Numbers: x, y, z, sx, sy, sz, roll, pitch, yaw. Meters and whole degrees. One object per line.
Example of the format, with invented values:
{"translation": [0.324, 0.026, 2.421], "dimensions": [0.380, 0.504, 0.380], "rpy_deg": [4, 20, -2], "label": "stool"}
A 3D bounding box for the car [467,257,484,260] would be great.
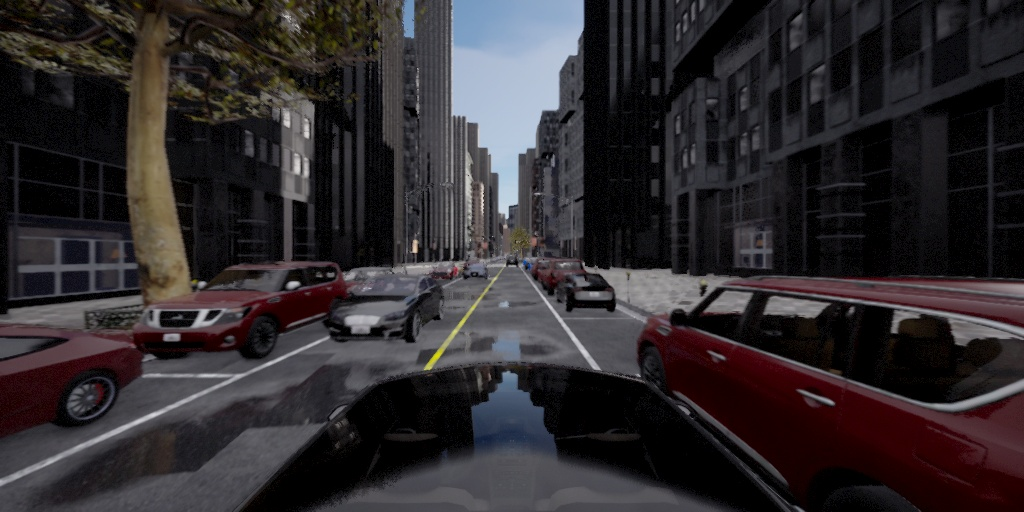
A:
{"translation": [-5.743, 1.073, 52.697], "dimensions": [2.192, 1.841, 5.009], "rpy_deg": [0, 0, 0], "label": "car"}

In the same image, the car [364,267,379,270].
{"translation": [-5.759, 1.189, 14.105], "dimensions": [1.967, 1.591, 4.097], "rpy_deg": [0, 0, 0], "label": "car"}

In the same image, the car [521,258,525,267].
{"translation": [2.782, 1.327, 52.697], "dimensions": [1.948, 1.339, 4.313], "rpy_deg": [0, 0, 0], "label": "car"}

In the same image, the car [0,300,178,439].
{"translation": [-5.763, 1.331, 3.079], "dimensions": [1.802, 1.307, 4.207], "rpy_deg": [0, 0, 0], "label": "car"}

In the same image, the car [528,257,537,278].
{"translation": [2.773, 1.070, 30.646], "dimensions": [2.192, 1.841, 5.009], "rpy_deg": [0, 0, 0], "label": "car"}

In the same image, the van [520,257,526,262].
{"translation": [2.787, 1.105, 63.722], "dimensions": [1.690, 1.789, 3.998], "rpy_deg": [0, 0, 0], "label": "van"}

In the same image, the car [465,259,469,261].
{"translation": [-5.750, 1.280, 35.987], "dimensions": [1.751, 1.417, 4.829], "rpy_deg": [0, 0, 0], "label": "car"}

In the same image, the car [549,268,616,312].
{"translation": [2.766, 1.318, 14.108], "dimensions": [1.948, 1.339, 4.313], "rpy_deg": [0, 0, 0], "label": "car"}

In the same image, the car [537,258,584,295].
{"translation": [2.769, 1.067, 19.621], "dimensions": [2.192, 1.841, 5.009], "rpy_deg": [0, 0, 0], "label": "car"}

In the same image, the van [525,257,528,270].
{"translation": [2.778, 1.099, 41.671], "dimensions": [1.690, 1.789, 3.998], "rpy_deg": [0, 0, 0], "label": "van"}

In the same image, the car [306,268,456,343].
{"translation": [-3.081, 1.241, 9.778], "dimensions": [2.128, 1.511, 4.902], "rpy_deg": [0, 0, 0], "label": "car"}

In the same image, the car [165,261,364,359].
{"translation": [-5.761, 1.064, 8.592], "dimensions": [2.192, 1.841, 5.009], "rpy_deg": [0, 0, 0], "label": "car"}

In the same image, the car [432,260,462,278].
{"translation": [-5.752, 1.193, 30.644], "dimensions": [1.967, 1.591, 4.097], "rpy_deg": [0, 0, 0], "label": "car"}

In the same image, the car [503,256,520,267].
{"translation": [0.025, 1.006, 65.016], "dimensions": [2.150, 2.045, 5.566], "rpy_deg": [0, 0, 0], "label": "car"}

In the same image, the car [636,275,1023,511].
{"translation": [2.762, 1.066, 3.083], "dimensions": [2.192, 1.841, 5.009], "rpy_deg": [0, 0, 0], "label": "car"}

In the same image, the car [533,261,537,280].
{"translation": [2.771, 1.299, 25.133], "dimensions": [1.888, 1.381, 4.507], "rpy_deg": [0, 0, 0], "label": "car"}

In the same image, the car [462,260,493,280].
{"translation": [-3.034, 1.319, 31.096], "dimensions": [1.994, 1.385, 4.181], "rpy_deg": [0, 0, 1], "label": "car"}
